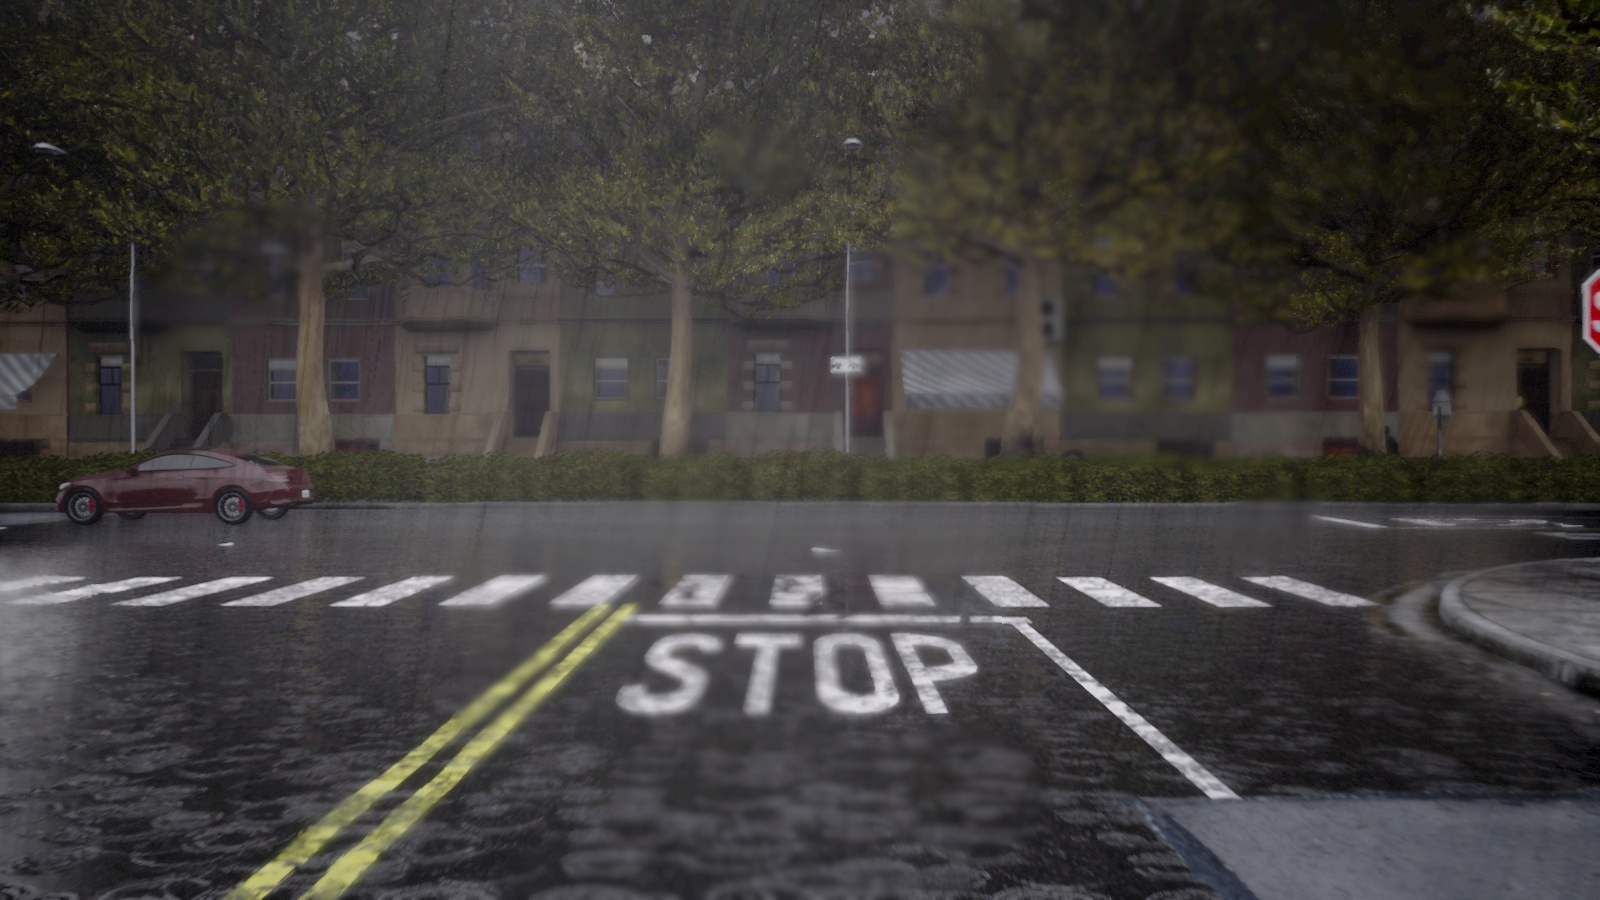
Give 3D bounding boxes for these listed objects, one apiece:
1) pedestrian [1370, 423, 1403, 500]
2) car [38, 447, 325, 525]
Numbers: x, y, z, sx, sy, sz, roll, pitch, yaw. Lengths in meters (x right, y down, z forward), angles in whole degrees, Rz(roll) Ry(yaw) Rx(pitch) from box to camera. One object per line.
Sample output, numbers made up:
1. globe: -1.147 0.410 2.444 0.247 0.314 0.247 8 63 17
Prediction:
1. pedestrian: 14.887 0.287 31.877 0.666 1.930 0.402 0 0 3
2. car: -11.880 0.665 24.306 4.674 1.442 1.812 0 0 1
